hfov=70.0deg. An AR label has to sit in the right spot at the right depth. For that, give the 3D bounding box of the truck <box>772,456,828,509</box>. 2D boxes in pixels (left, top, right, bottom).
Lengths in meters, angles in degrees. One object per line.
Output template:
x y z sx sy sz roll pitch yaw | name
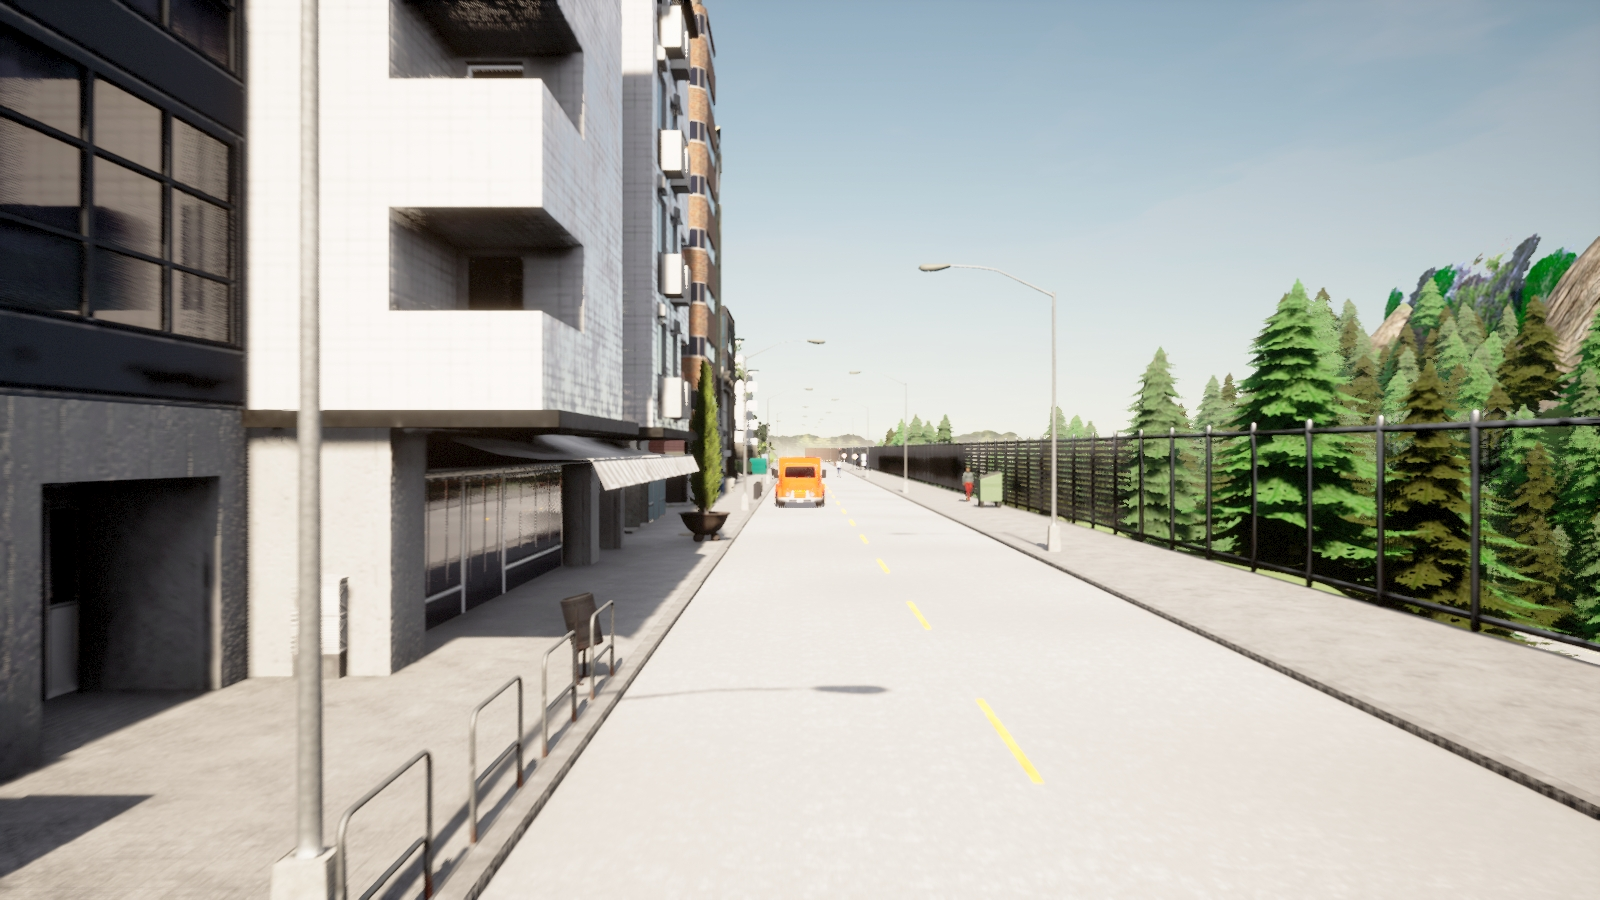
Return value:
-0.001 1.566 56.785 2.627 2.467 5.204 0 0 0 | truck

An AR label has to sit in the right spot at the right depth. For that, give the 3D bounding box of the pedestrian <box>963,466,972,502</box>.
8.644 1.744 58.856 0.375 1.860 0.375 0 0 -4 | pedestrian
